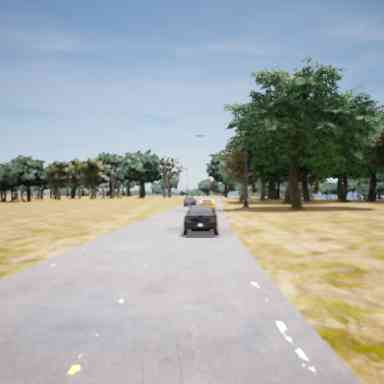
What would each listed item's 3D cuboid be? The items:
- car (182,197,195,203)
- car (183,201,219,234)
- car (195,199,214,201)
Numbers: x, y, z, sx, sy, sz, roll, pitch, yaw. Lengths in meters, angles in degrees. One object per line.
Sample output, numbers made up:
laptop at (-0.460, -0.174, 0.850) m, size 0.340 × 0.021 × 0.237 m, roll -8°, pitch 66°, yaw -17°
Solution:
car at (-0.340, 1.552, 51.646) m, size 1.837 × 1.490 × 4.892 m, roll 0°, pitch 0°, yaw 4°
car at (0.544, 1.522, 19.521) m, size 1.882 × 1.535 × 5.008 m, roll 0°, pitch 0°, yaw 3°
car at (1.775, 1.518, 38.616) m, size 1.882 × 1.535 × 5.008 m, roll 0°, pitch 0°, yaw 4°
